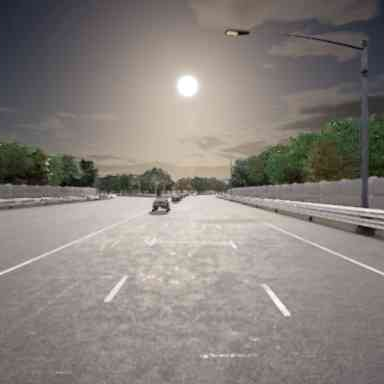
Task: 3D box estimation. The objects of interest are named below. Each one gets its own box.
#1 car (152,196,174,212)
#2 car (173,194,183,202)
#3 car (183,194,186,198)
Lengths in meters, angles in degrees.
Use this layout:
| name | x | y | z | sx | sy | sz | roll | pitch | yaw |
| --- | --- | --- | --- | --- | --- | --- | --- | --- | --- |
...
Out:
| name | x | y | z | sx | sy | sz | roll | pitch | yaw |
| --- | --- | --- | --- | --- | --- | --- | --- | --- | --- |
| car | -3.505 | 1.455 | 38.786 | 1.837 | 1.490 | 4.892 | 0 | 0 | 0 |
| car | -3.510 | 1.422 | 72.795 | 1.882 | 1.535 | 5.008 | 0 | 0 | 0 |
| car | -3.512 | 1.277 | 91.471 | 2.097 | 1.767 | 4.553 | 0 | 0 | 0 |
